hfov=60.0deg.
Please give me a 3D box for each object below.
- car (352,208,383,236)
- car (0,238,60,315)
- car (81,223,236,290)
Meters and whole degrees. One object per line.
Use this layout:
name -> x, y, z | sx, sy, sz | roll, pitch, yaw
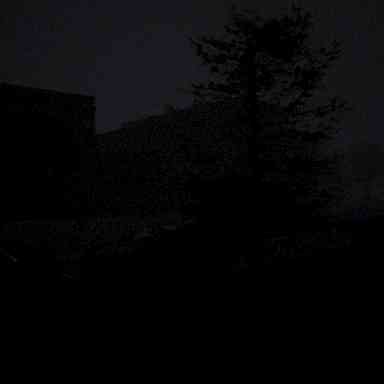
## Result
car -> 11.152, 1.758, 20.716 | 5.008, 1.535, 2.097 | 1, -1, -44
car -> -5.232, 1.690, 6.610 | 4.892, 1.521, 2.231 | 1, 2, -37
car -> -0.799, 1.707, 10.018 | 4.892, 1.521, 2.231 | 1, 2, -38
